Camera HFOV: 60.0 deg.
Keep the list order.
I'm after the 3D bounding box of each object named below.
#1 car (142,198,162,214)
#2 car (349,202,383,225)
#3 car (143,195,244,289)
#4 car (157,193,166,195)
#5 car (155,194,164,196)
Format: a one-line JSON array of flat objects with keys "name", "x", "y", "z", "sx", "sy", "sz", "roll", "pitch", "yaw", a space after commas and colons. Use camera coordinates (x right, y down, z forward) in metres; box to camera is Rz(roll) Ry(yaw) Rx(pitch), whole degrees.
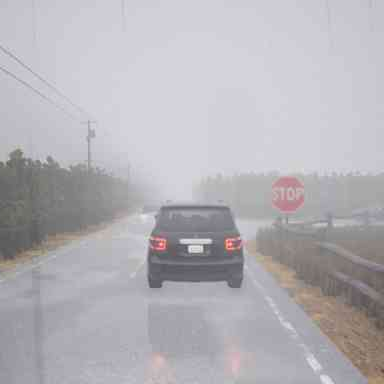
[{"name": "car", "x": -4.260, "y": 1.476, "z": 36.106, "sx": 1.882, "sy": 1.535, "sz": 5.008, "roll": 0, "pitch": 0, "yaw": -4}, {"name": "car", "x": 13.796, "y": 1.490, "z": 23.627, "sx": 4.902, "sy": 1.511, "sz": 2.128, "roll": 0, "pitch": 0, "yaw": 0}, {"name": "car", "x": 0.078, "y": 1.222, "z": 9.328, "sx": 2.150, "sy": 2.045, "sz": 5.566, "roll": 0, "pitch": 0, "yaw": 0}, {"name": "car", "x": -5.764, "y": 1.215, "z": 61.083, "sx": 2.150, "sy": 2.045, "sz": 5.566, "roll": 0, "pitch": 0, "yaw": 0}, {"name": "car", "x": -5.250, "y": 1.475, "z": 48.430, "sx": 1.882, "sy": 1.535, "sz": 5.008, "roll": 0, "pitch": 0, "yaw": -4}]
